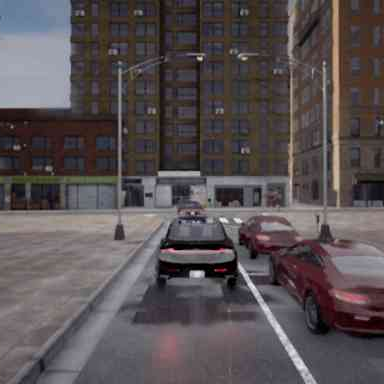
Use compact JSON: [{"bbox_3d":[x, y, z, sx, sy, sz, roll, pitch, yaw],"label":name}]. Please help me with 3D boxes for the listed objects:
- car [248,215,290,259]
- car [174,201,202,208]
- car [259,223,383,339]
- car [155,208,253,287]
[{"bbox_3d":[2.660,1.475,11.739,1.802,1.307,4.206,1,1,0],"label":"car"},{"bbox_3d":[-0.182,1.332,23.115,2.033,1.411,5.357,0,1,-5],"label":"car"},{"bbox_3d":[2.655,1.524,6.300,1.802,1.307,4.206,1,1,0],"label":"car"},{"bbox_3d":[0.107,1.409,9.088,2.128,1.511,4.902,0,1,0],"label":"car"}]
